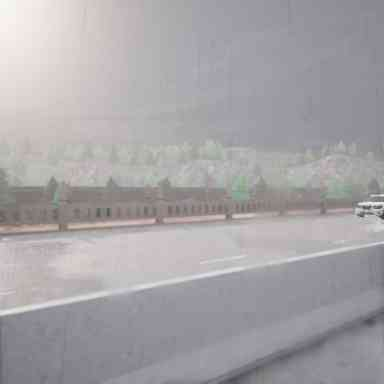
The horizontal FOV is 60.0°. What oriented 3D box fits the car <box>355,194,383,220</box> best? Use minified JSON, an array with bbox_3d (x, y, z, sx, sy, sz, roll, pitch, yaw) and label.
[{"bbox_3d":[16.335,1.224,28.547,5.566,2.045,2.150,0,0,-35],"label":"car"}]
